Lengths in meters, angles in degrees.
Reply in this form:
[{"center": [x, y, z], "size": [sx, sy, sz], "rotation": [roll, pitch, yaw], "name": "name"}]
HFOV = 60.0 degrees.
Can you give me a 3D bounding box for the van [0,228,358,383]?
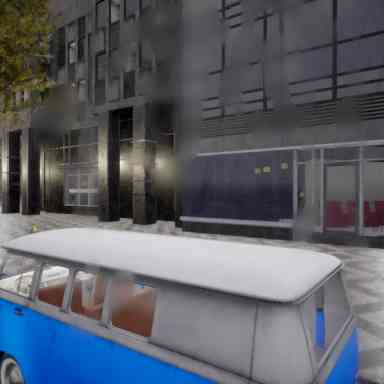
[{"center": [-0.500, 1.341, 3.321], "size": [3.998, 1.788, 1.690], "rotation": [0, 0, 36], "name": "van"}]
